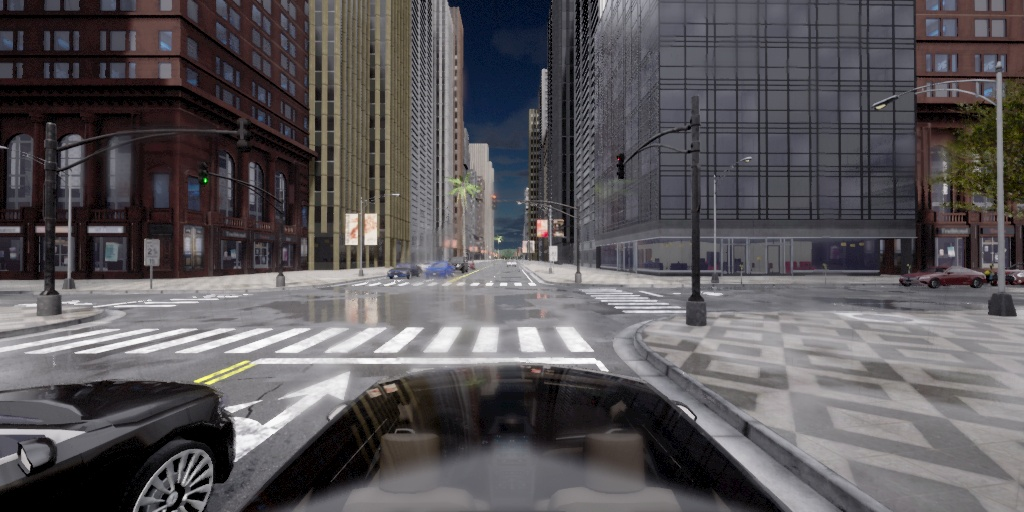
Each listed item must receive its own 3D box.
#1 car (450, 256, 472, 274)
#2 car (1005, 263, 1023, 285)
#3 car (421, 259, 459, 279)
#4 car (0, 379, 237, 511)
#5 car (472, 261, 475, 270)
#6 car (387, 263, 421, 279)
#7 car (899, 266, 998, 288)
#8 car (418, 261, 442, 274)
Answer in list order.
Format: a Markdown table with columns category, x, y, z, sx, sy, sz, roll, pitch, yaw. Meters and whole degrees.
| category | x | y | z | sx | sy | sz | roll | pitch | yaw |
| --- | --- | --- | --- | --- | --- | --- | --- | --- | --- |
| car | -6.671 | 1.068 | 44.034 | 2.150 | 2.045 | 5.566 | 0 | 0 | 0 |
| car | 32.068 | 1.116 | 22.125 | 4.097 | 1.591 | 1.967 | 0 | 0 | -1 |
| car | -6.651 | 1.291 | 33.573 | 1.882 | 1.535 | 5.008 | 0 | 0 | 2 |
| car | -3.138 | 1.241 | 0.933 | 2.128 | 1.511 | 4.902 | 0 | 0 | -1 |
| car | -6.670 | 1.414 | 54.740 | 1.812 | 1.442 | 4.674 | 0 | 0 | 0 |
| car | -9.871 | 1.361 | 33.542 | 2.033 | 1.411 | 5.357 | 0 | 0 | 3 |
| car | 26.430 | 1.274 | 22.027 | 4.207 | 1.307 | 1.802 | 0 | 0 | -1 |
| car | -9.923 | 1.371 | 43.729 | 1.812 | 1.442 | 4.674 | 0 | 0 | 0 |
